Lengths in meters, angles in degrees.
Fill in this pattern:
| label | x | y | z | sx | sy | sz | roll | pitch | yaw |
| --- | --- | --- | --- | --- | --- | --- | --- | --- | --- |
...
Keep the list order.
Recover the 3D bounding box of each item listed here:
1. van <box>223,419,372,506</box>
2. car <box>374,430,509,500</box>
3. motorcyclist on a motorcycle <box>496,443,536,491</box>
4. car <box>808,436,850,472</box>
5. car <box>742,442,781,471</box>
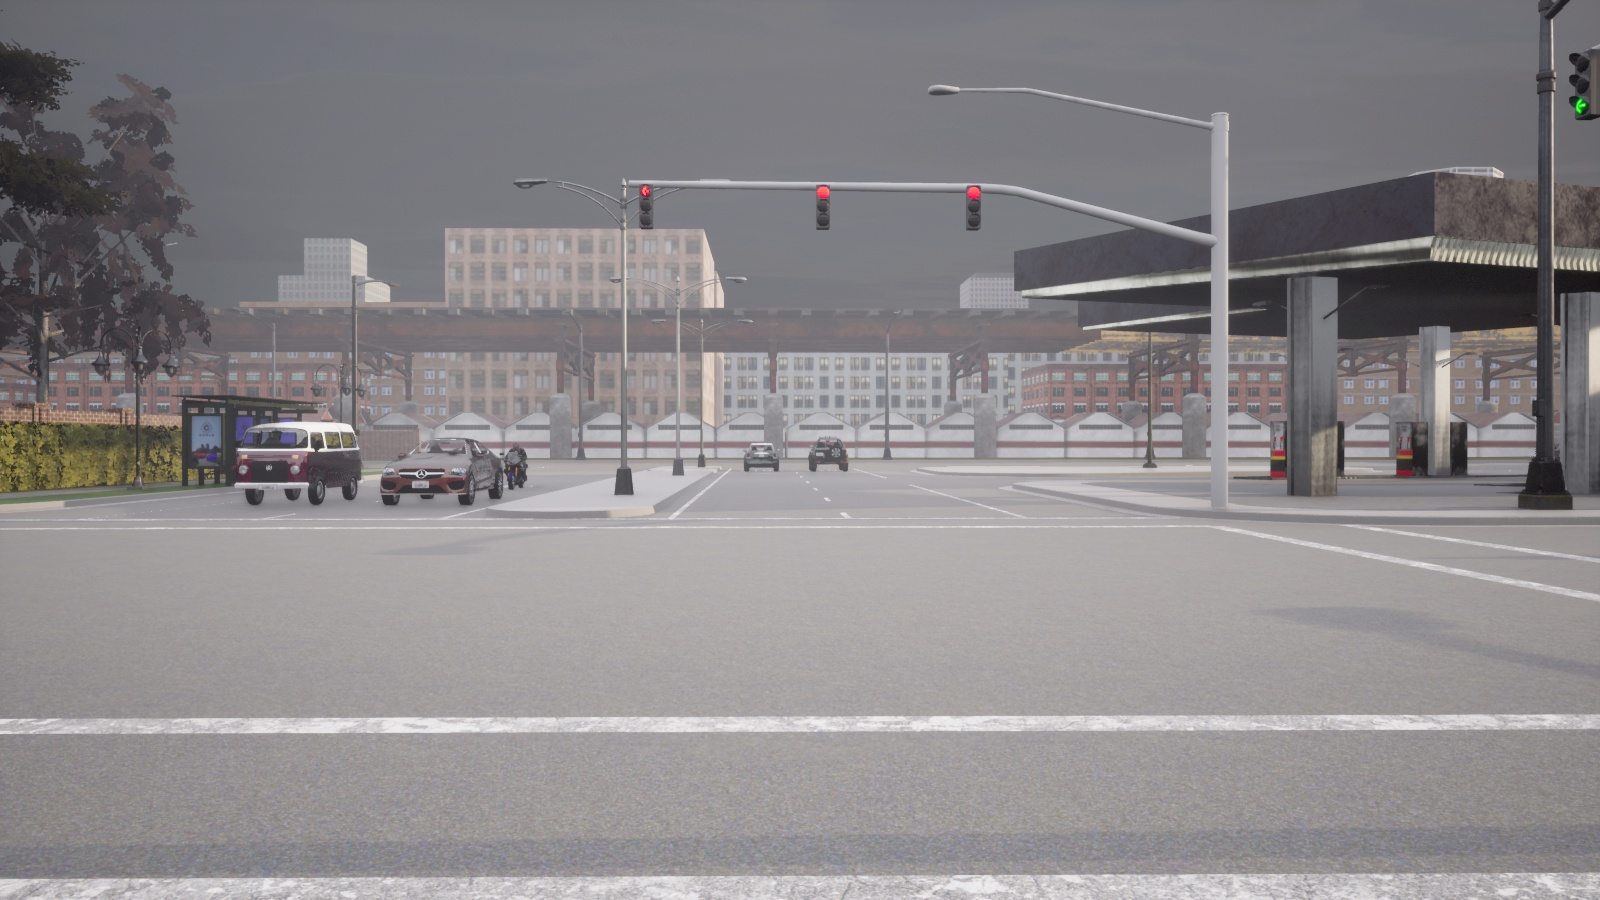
| label | x | y | z | sx | sy | sz | roll | pitch | yaw |
| --- | --- | --- | --- | --- | --- | --- | --- | --- | --- |
| van | -12.501 | 0.282 | 31.579 | 2.069 | 2.038 | 4.480 | 0 | 0 | -2 |
| car | -9.015 | 0.337 | 32.078 | 2.152 | 1.651 | 5.027 | 0 | 0 | -2 |
| motorcyclist on a motorcycle | -9.259 | 0.543 | 41.008 | 0.866 | 1.530 | 2.191 | 0 | 0 | -2 |
| car | 1.476 | 0.191 | 66.066 | 1.932 | 1.855 | 4.605 | 0 | 0 | -2 |
| car | -2.051 | 0.333 | 66.845 | 1.970 | 1.475 | 3.806 | 0 | 0 | -2 |
